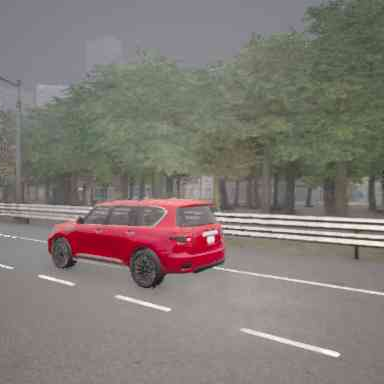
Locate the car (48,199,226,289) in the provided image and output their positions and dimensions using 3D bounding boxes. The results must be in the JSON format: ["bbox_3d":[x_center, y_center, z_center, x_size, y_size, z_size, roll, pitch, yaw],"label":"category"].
[{"bbox_3d":[-1.740,1.222,9.408,5.566,2.045,2.150,0,0,35],"label":"car"}]
